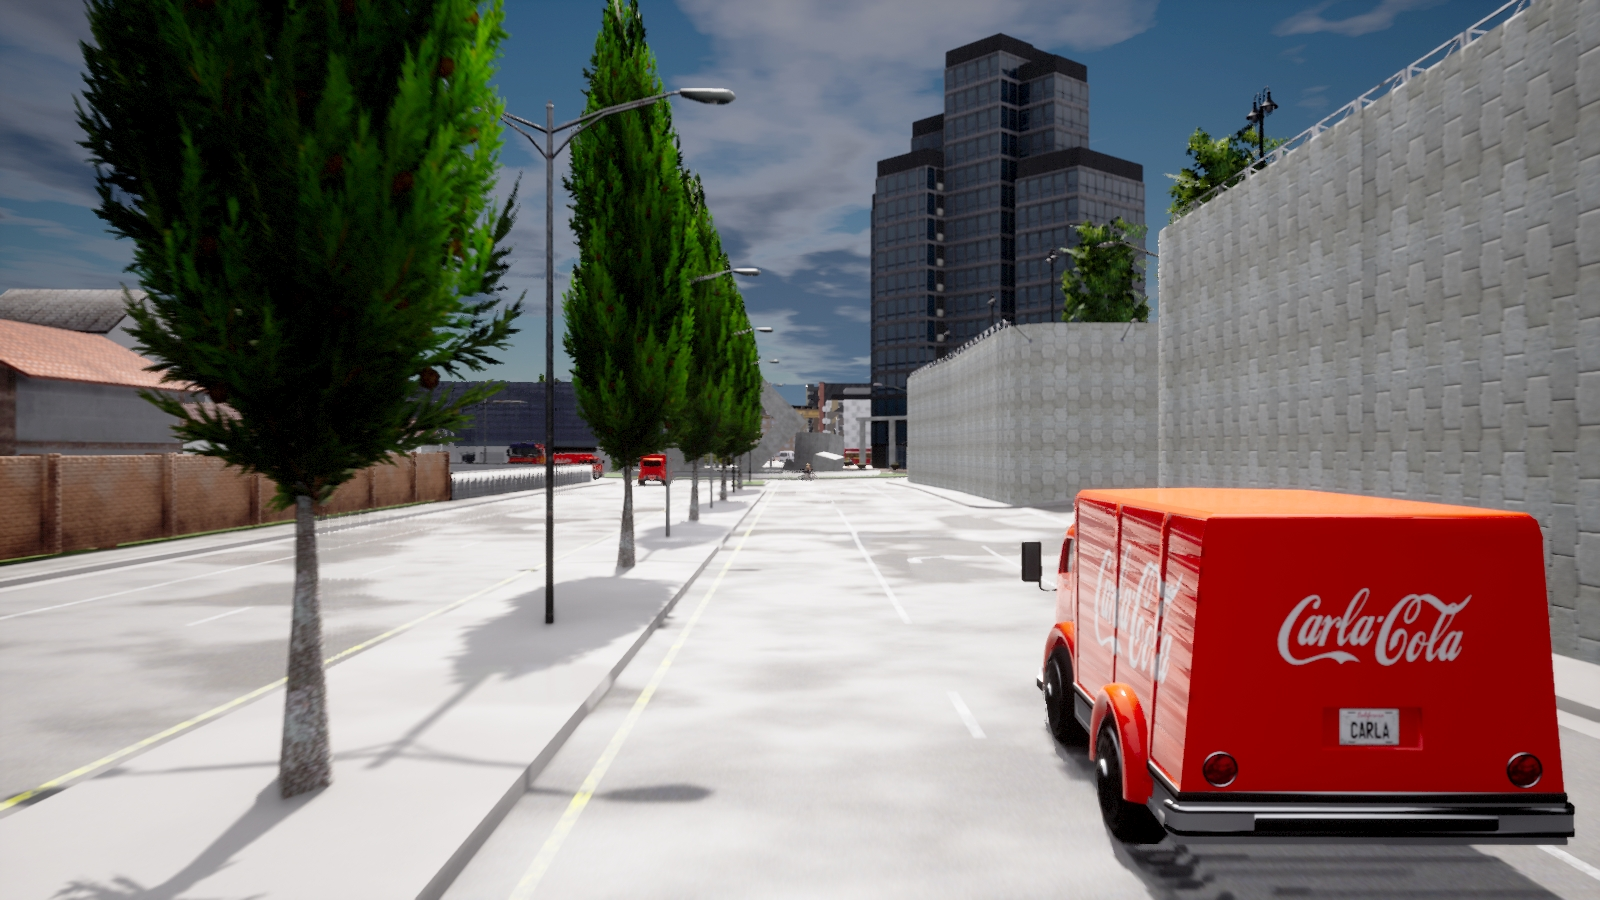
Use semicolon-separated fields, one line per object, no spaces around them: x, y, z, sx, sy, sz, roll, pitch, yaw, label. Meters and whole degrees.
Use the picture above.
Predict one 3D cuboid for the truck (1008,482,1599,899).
3.478;1.568;9.430;2.627;2.467;5.204;0;0;1;truck
